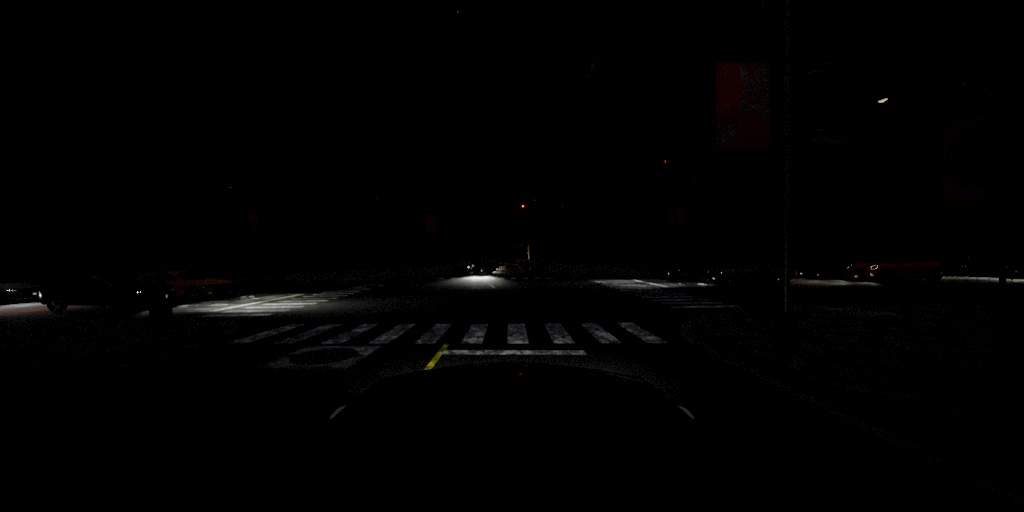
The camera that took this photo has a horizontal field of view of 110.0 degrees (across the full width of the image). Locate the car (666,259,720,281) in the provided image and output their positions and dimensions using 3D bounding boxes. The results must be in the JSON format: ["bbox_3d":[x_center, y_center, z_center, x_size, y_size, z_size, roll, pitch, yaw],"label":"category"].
[{"bbox_3d":[13.705,0.963,25.747,4.902,1.511,2.128,-1,0,0],"label":"car"}]

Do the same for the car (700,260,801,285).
[{"bbox_3d":[14.845,1.058,22.489,4.718,1.301,1.895,-1,0,0],"label":"car"}]

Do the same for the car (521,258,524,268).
[{"bbox_3d":[2.689,1.301,52.094,1.888,1.381,4.507,0,0,0],"label":"car"}]

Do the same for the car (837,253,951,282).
[{"bbox_3d":[23.806,0.651,22.499,4.553,1.767,2.097,-1,0,0],"label":"car"}]

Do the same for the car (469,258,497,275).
[{"bbox_3d":[-3.110,1.244,39.137,2.128,1.511,4.902,0,0,0],"label":"car"}]

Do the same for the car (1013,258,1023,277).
[{"bbox_3d":[26.296,0.815,15.800,5.357,1.411,2.033,-1,0,0],"label":"car"}]

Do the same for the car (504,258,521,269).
[{"bbox_3d":[0.005,1.358,56.722,1.895,1.301,4.718,0,0,0],"label":"car"}]

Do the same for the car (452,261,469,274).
[{"bbox_3d":[-5.785,1.303,41.169,2.007,1.370,4.403,0,0,0],"label":"car"}]

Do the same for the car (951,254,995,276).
[{"bbox_3d":[33.569,0.603,25.755,5.008,1.535,1.882,-1,0,0],"label":"car"}]

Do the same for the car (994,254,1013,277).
[{"bbox_3d":[33.985,0.650,22.501,4.674,1.442,1.812,-1,0,0],"label":"car"}]

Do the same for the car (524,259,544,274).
[{"bbox_3d":[2.740,1.303,41.206,2.007,1.370,4.403,0,0,0],"label":"car"}]

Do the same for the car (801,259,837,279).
[{"bbox_3d":[22.960,0.909,25.749,4.718,1.301,1.895,-1,0,0],"label":"car"}]

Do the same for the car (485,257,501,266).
[{"bbox_3d":[-3.191,1.284,58.933,1.812,1.442,4.674,0,0,0],"label":"car"}]

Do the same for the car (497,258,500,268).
[{"bbox_3d":[-3.156,1.302,48.995,2.033,1.411,5.357,0,0,0],"label":"car"}]

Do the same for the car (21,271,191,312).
[{"bbox_3d":[-17.624,1.546,15.751,4.902,1.511,2.128,-1,0,2],"label":"car"}]

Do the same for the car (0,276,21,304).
[{"bbox_3d":[-27.620,1.762,18.979,4.674,1.442,1.812,-1,0,0],"label":"car"}]

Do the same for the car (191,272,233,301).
[{"bbox_3d":[-17.646,1.527,18.995,5.008,1.535,1.882,-1,0,2],"label":"car"}]
